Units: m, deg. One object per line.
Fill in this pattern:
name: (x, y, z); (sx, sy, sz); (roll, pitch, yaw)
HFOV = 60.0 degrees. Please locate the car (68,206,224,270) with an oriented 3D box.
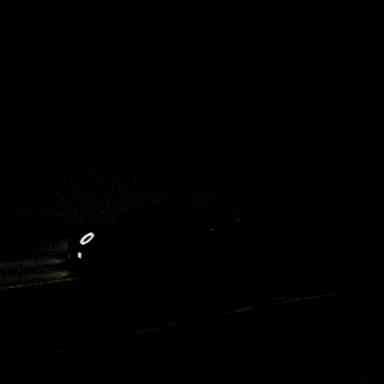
car: (-1.559, 1.275, 10.709); (4.553, 1.767, 2.097); (0, 1, -26)

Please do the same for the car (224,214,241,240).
car: (0.149, 1.464, 15.335); (4.181, 1.385, 1.994); (0, 0, -22)
